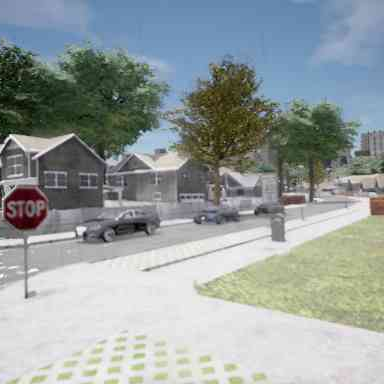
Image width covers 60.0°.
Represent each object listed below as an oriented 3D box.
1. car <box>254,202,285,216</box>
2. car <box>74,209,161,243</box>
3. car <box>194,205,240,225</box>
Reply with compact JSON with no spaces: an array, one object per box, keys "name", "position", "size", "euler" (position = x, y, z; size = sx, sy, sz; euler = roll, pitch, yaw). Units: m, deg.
[{"name":"car","position":[7.751,1.628,33.225],"size":[1.994,1.385,4.181],"euler":[-3,-1,35]},{"name":"car","position":[-3.715,1.636,17.252],"size":[2.128,1.511,4.902],"euler":[-3,-1,36]},{"name":"car","position":[1.909,1.674,25.047],"size":[1.994,1.385,4.181],"euler":[-3,-1,35]}]
